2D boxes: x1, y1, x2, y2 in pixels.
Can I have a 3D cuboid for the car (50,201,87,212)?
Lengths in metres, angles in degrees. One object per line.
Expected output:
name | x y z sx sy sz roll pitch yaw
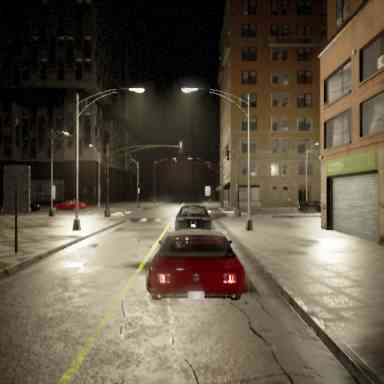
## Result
car | -14.553 1.675 39.321 4.206 1.307 1.802 0 0 0

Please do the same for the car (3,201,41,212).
car | -20.201 1.699 39.315 4.313 1.339 1.947 0 0 0

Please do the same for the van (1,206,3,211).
van | -20.185 1.405 30.790 3.998 1.788 1.690 0 0 0

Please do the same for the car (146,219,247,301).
car | 0.081 1.595 8.282 1.895 1.301 4.718 0 0 0

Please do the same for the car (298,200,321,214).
car | 12.041 1.394 30.826 4.313 1.339 1.947 0 0 0

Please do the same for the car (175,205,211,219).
car | 0.059 1.461 18.431 1.882 1.535 5.008 0 0 0
